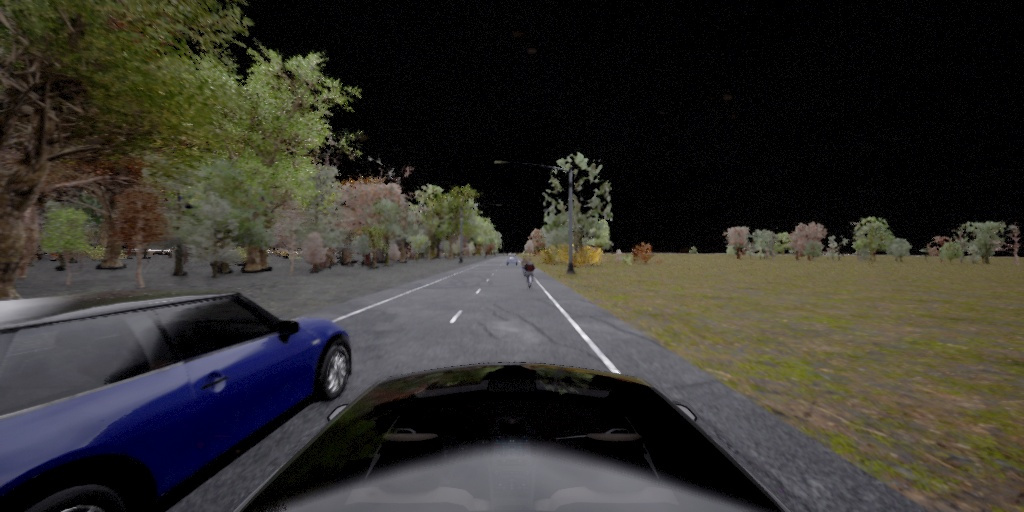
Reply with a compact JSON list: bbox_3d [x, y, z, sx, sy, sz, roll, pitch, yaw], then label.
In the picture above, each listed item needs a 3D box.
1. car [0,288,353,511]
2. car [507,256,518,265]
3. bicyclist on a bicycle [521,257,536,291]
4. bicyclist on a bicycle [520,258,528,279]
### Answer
[{"bbox_3d":[-3.402,1.085,3.463,2.097,1.767,4.553,0,1,0],"label":"car"},{"bbox_3d":[0.035,0.739,60.249,2.033,1.411,5.357,0,1,1],"label":"car"},{"bbox_3d":[0.958,0.953,19.193,0.659,1.776,1.843,0,1,0],"label":"bicyclist on a bicycle"},{"bbox_3d":[0.954,0.952,27.926,0.582,1.620,1.656,0,0,0],"label":"bicyclist on a bicycle"}]
